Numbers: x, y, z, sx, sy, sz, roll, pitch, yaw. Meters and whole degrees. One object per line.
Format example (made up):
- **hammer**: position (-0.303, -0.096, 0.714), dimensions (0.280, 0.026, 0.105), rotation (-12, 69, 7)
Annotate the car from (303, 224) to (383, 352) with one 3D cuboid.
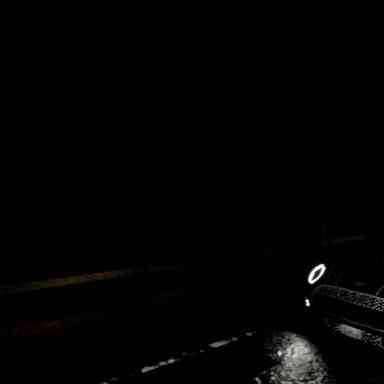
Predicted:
- **car**: position (4.043, 1.347, 5.915), dimensions (4.553, 1.767, 2.097), rotation (0, 0, -35)
